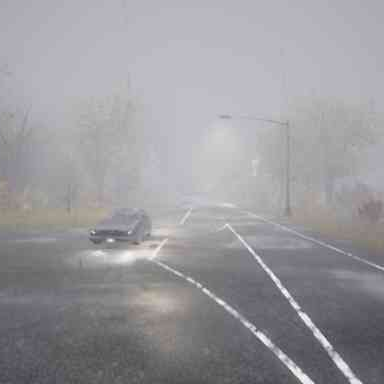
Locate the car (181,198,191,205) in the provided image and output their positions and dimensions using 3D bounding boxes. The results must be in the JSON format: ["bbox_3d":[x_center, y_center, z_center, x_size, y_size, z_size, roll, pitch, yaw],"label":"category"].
[{"bbox_3d":[-1.148,1.981,69.777,2.033,1.411,5.357,0,0,5],"label":"car"}]

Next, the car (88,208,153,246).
[{"bbox_3d":[-2.910,1.421,14.880,2.033,1.411,5.357,1,0,2],"label":"car"}]
